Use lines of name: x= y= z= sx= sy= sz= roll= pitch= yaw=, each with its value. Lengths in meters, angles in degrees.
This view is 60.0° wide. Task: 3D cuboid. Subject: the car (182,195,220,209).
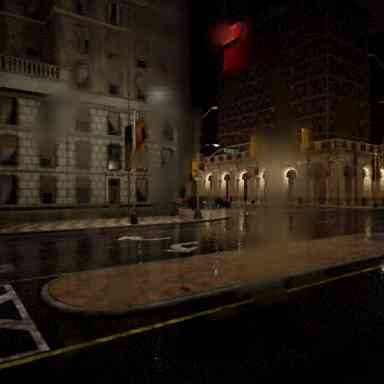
car: x=1.180 y=1.352 z=44.981 sx=2.097 sy=1.767 sz=4.553 roll=0 pitch=0 yaw=-35

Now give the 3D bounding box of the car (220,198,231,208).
car: x=3.475 y=1.477 z=47.786 sx=1.882 sy=1.535 sz=5.008 roll=0 pitch=0 yaw=-36

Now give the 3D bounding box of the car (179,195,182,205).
car: x=-2.273 y=1.352 z=55.881 sx=2.097 sy=1.767 sz=4.553 roll=0 pitch=0 yaw=-35
